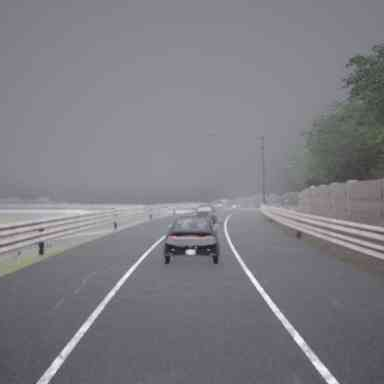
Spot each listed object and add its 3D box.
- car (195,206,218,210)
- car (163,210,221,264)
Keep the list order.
[{"bbox_3d":[1.168,1.862,27.963,1.812,1.442,4.674,-1,-1,7],"label":"car"},{"bbox_3d":[0.050,1.649,12.544,2.128,1.511,4.902,0,-1,2],"label":"car"}]
